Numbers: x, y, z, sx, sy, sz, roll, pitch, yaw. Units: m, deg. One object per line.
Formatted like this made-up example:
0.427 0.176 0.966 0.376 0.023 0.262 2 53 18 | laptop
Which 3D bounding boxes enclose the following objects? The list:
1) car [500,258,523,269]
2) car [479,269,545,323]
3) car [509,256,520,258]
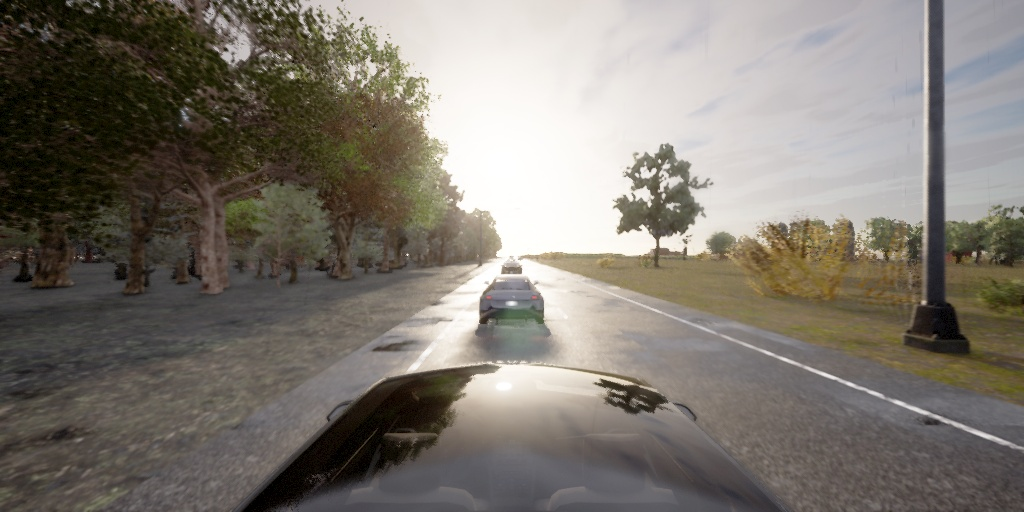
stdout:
-0.030 1.197 32.121 1.882 1.535 5.008 0 0 0 | car
-0.010 1.306 12.099 1.994 1.385 4.181 0 0 0 | car
-0.060 1.164 63.615 2.128 1.511 4.902 0 0 0 | car
